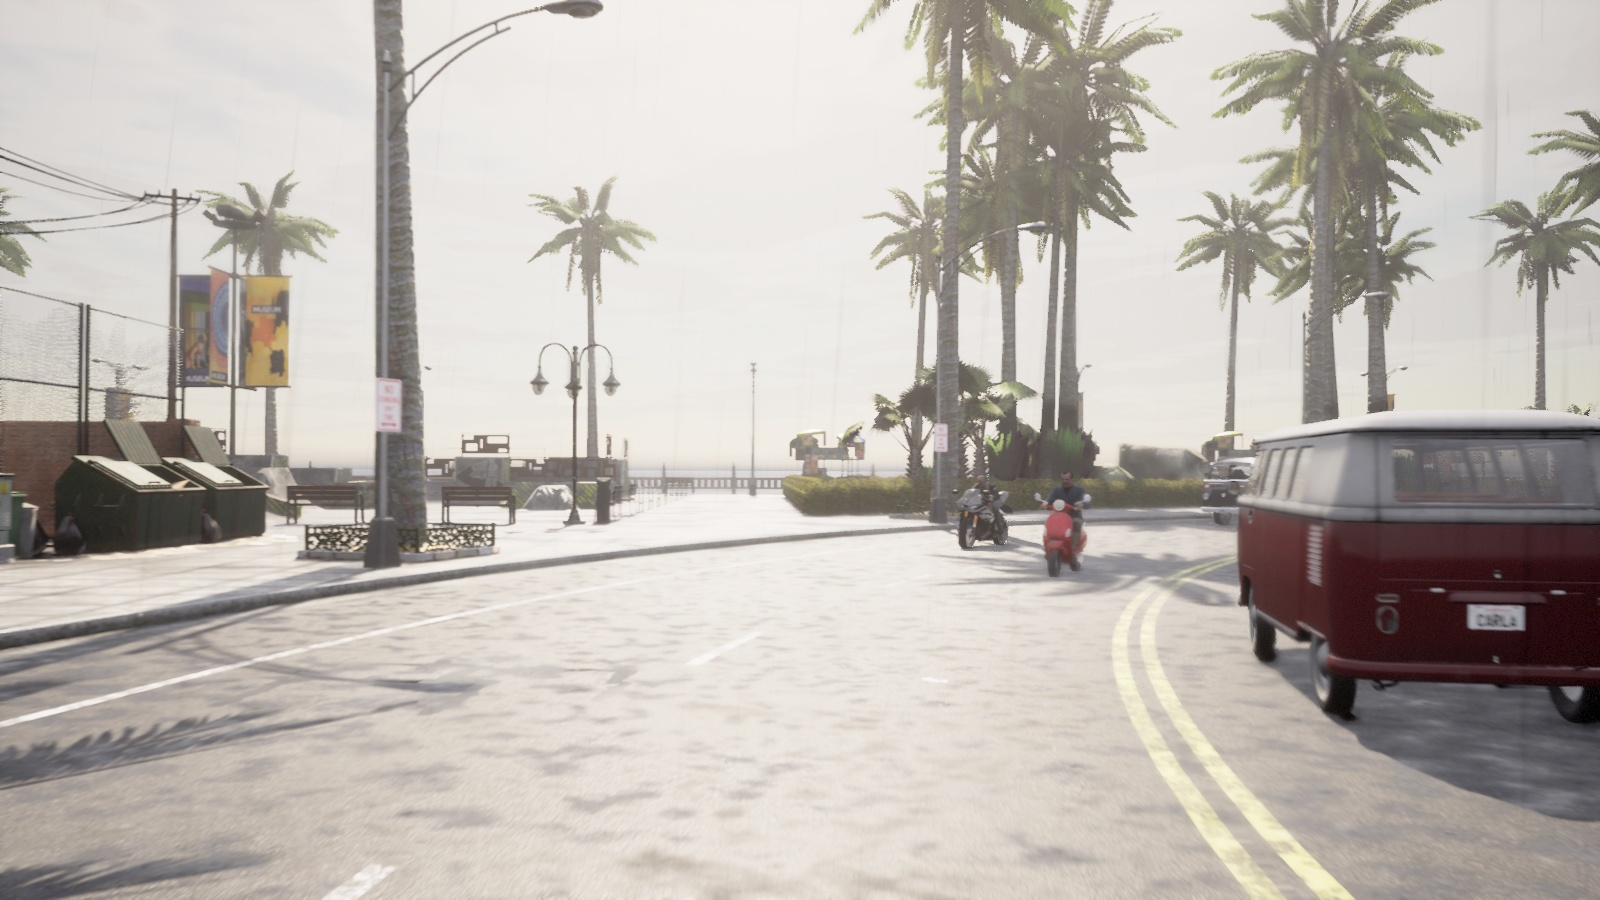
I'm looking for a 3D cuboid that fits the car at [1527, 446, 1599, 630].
[{"bbox_3d":[8.661,0.836,11.716,2.097,1.767,4.553,0,-1,15],"label":"car"}]

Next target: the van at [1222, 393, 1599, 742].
[{"bbox_3d":[4.445,0.709,9.462,1.775,1.987,4.442,0,-1,11],"label":"van"}]

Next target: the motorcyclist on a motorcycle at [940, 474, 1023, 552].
[{"bbox_3d":[3.801,1.272,26.117,0.866,1.530,2.191,-1,-1,33],"label":"motorcyclist on a motorcycle"}]

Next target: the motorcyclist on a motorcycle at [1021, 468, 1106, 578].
[{"bbox_3d":[4.041,1.073,19.155,0.866,1.590,1.817,0,-1,26],"label":"motorcyclist on a motorcycle"}]

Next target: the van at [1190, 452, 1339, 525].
[{"bbox_3d":[13.880,1.111,37.427,4.480,2.038,2.069,1,-1,-38],"label":"van"}]
